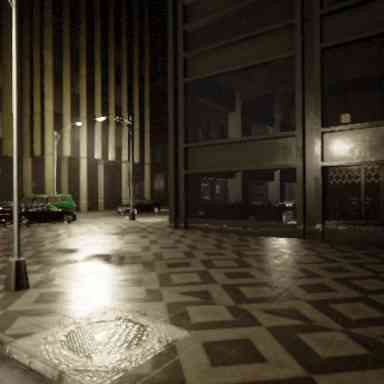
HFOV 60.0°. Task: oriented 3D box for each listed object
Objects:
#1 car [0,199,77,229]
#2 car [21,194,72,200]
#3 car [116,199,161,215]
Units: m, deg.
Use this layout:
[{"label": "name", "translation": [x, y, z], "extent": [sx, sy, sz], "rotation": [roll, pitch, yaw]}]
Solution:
[{"label": "car", "translation": [-9.681, 1.446, 21.067], "extent": [2.128, 1.511, 4.902], "rotation": [-1, 0, 36]}, {"label": "car", "translation": [-11.232, 1.200, 24.244], "extent": [2.150, 2.045, 5.566], "rotation": [-1, 0, 37]}, {"label": "car", "translation": [-5.210, 1.413, 32.774], "extent": [1.882, 1.535, 5.008], "rotation": [-1, 0, 35]}]
